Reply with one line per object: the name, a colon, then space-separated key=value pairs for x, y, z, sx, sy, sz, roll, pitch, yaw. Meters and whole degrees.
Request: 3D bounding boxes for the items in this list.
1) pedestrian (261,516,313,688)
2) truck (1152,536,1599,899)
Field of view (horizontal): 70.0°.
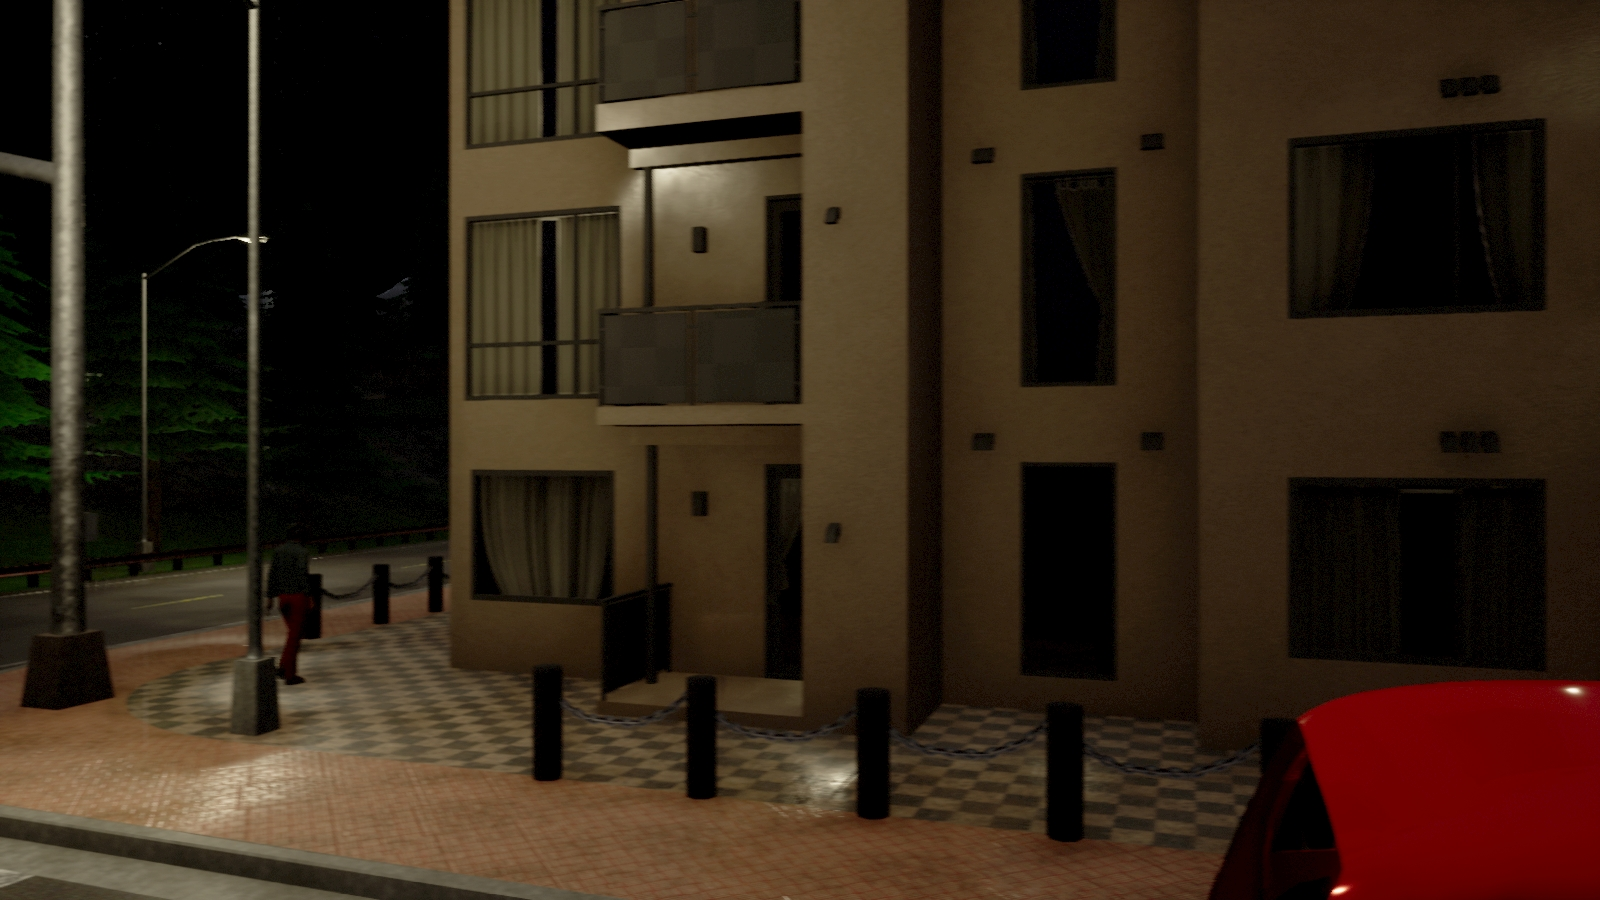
pedestrian: x=-5.726 y=1.677 z=12.761 sx=0.375 sy=1.860 sz=0.375 roll=0 pitch=0 yaw=23
truck: x=3.420 y=1.548 z=2.058 sx=5.204 sy=2.467 sz=2.627 roll=0 pitch=0 yaw=20
